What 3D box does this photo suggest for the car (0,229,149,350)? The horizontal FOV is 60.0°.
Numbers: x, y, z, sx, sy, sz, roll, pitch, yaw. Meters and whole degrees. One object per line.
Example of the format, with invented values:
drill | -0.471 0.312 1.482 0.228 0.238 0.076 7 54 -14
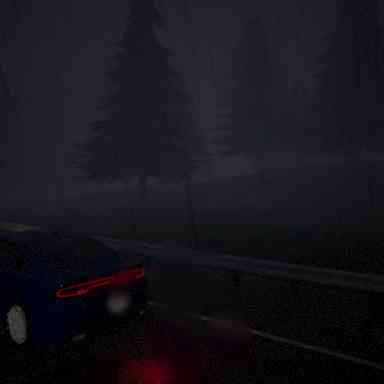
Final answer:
car | -3.033 1.450 6.282 5.008 1.535 1.882 1 0 37
